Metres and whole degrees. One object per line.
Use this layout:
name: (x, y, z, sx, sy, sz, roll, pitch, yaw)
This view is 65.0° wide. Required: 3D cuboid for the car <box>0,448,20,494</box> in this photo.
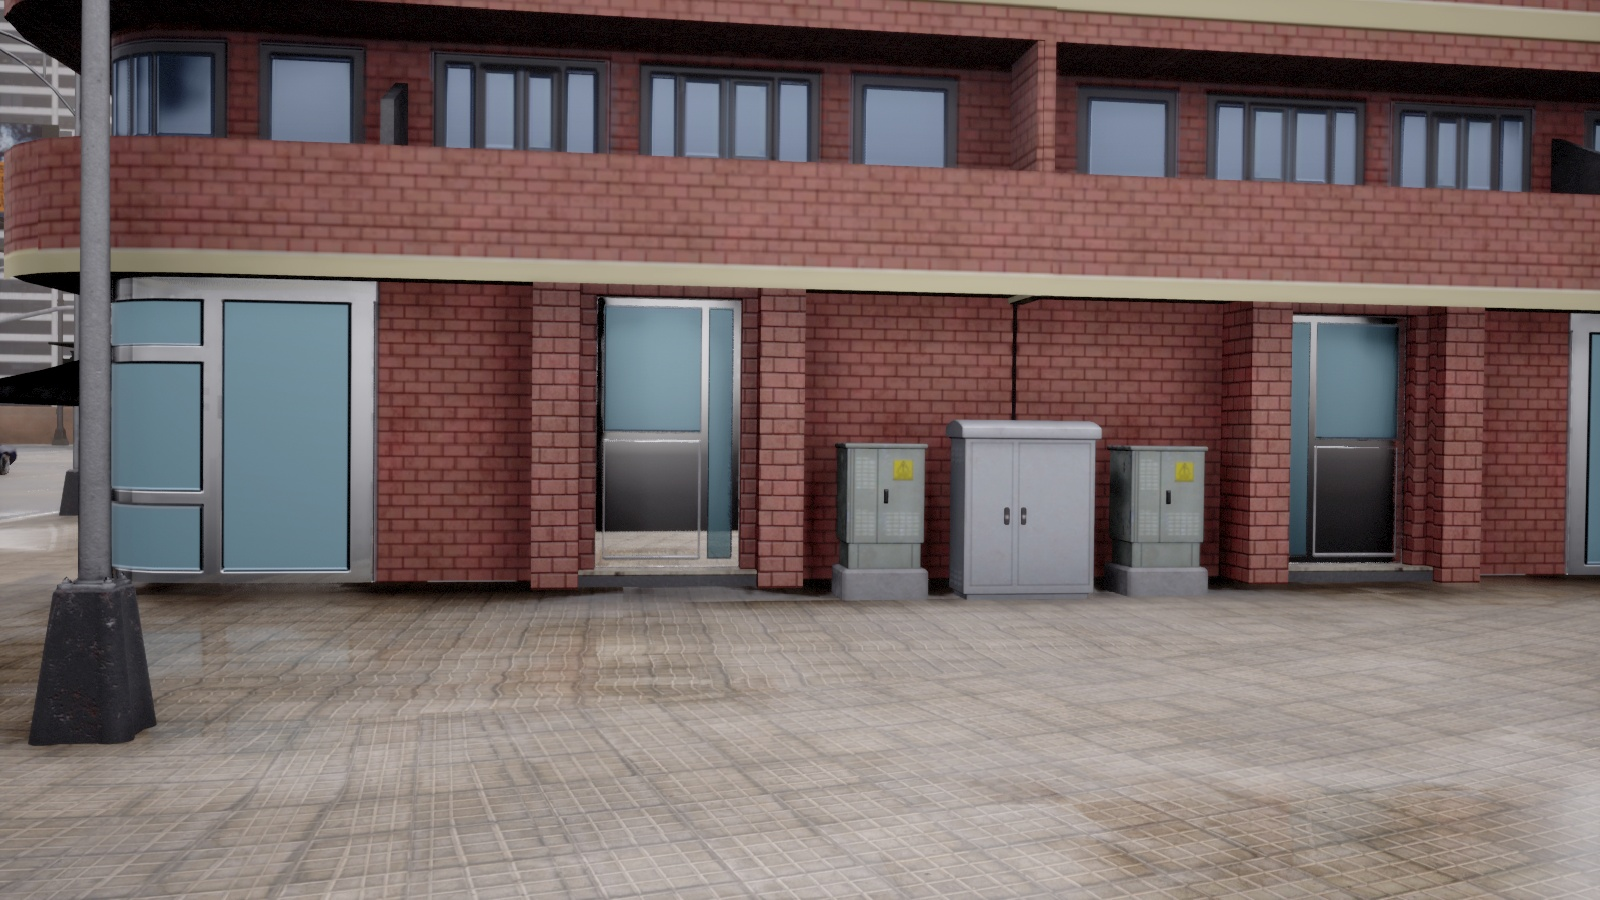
car: (-23.887, 0.637, 35.334, 1.895, 1.301, 4.718, -1, 1, -14)
